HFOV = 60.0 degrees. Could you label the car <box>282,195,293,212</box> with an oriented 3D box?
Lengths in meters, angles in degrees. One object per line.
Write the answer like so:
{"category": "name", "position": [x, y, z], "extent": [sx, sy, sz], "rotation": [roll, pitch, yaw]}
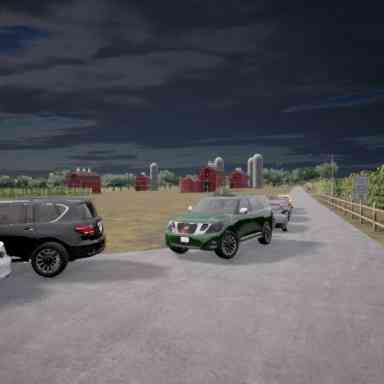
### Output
{"category": "car", "position": [6.298, 1.225, 24.700], "extent": [1.882, 1.535, 5.008], "rotation": [0, 0, 18]}

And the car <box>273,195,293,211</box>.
{"category": "car", "position": [10.049, 1.095, 36.444], "extent": [1.882, 1.535, 5.008], "rotation": [0, 1, 18]}

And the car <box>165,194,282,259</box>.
{"category": "car", "position": [1.316, 1.103, 12.648], "extent": [2.150, 2.045, 5.566], "rotation": [0, 0, 34]}

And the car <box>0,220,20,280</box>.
{"category": "car", "position": [-6.308, 1.612, 6.697], "extent": [4.674, 1.442, 1.812], "rotation": [-2, 2, -36]}

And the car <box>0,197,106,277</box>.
{"category": "car", "position": [-5.351, 1.223, 9.582], "extent": [5.566, 2.045, 2.150], "rotation": [-1, 1, -4]}

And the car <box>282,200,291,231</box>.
{"category": "car", "position": [4.440, 1.372, 18.969], "extent": [1.994, 1.385, 4.181], "rotation": [0, 0, 17]}
